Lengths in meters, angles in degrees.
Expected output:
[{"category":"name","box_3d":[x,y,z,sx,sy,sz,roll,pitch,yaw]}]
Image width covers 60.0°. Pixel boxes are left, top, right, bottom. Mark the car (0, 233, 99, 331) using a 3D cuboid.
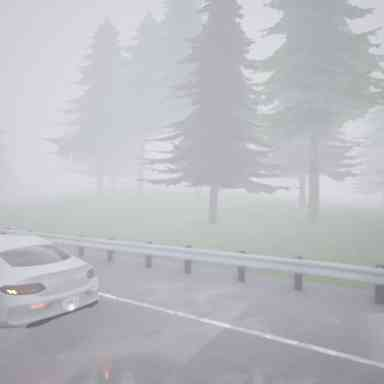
[{"category":"car","box_3d":[-3.800,1.546,6.445,4.674,1.442,1.812,0,0,34]}]
